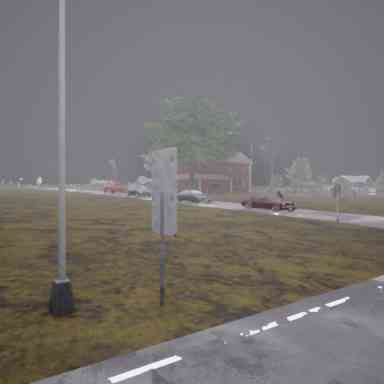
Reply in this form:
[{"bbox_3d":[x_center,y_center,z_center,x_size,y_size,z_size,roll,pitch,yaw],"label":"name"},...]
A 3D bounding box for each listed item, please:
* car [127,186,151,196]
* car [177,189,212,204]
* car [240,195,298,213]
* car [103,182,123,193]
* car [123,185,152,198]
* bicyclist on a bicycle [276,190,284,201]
[{"bbox_3d":[-8.466,-0.201,52.540,1.812,1.442,4.674,0,2,-35],"label":"car"},{"bbox_3d":[0.157,0.470,35.570,1.812,1.442,4.674,0,2,-36],"label":"car"},{"bbox_3d":[6.232,0.929,27.117,1.895,1.301,4.718,0,2,-36],"label":"car"},{"bbox_3d":[-14.168,-0.832,60.378,2.150,2.045,5.566,0,2,-36],"label":"car"},{"bbox_3d":[-7.236,-0.161,45.889,2.097,1.767,4.553,0,2,-35],"label":"car"},{"bbox_3d":[8.843,0.650,33.740,1.656,1.620,0.582,0,2,-36],"label":"bicyclist on a bicycle"}]
